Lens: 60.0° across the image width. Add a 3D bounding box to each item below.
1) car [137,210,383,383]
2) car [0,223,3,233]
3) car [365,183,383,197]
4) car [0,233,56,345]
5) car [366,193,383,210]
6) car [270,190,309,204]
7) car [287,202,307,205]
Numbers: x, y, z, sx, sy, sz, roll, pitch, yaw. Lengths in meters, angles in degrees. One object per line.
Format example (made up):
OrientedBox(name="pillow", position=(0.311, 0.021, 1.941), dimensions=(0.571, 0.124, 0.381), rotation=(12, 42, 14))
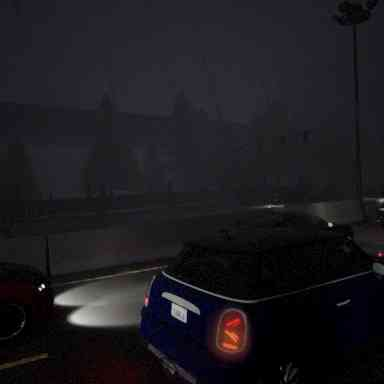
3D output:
OrientedBox(name="car", position=(1.581, 1.313, 4.907), dimensions=(4.553, 1.767, 2.097), rotation=(-1, 1, -36))
OrientedBox(name="car", position=(-10.576, 1.504, 13.642), dimensions=(4.902, 1.511, 2.128), rotation=(0, 0, -36))
OrientedBox(name="car", position=(20.946, -0.203, 36.480), dimensions=(4.674, 1.442, 1.812), rotation=(-4, 2, -36))
OrientedBox(name="car", position=(-4.314, 1.565, 4.975), dimensions=(4.181, 1.385, 1.994), rotation=(0, 0, -35))
OrientedBox(name="car", position=(10.679, 0.865, 15.816), dimensions=(4.902, 1.511, 2.128), rotation=(-4, 2, -36))
OrientedBox(name="car", position=(9.523, 0.464, 32.518), dimensions=(4.181, 1.385, 1.994), rotation=(-4, 2, -36))
OrientedBox(name="car", position=(3.058, 1.321, 10.295), dimensions=(5.008, 1.535, 1.882), rotation=(-3, 1, -36))
